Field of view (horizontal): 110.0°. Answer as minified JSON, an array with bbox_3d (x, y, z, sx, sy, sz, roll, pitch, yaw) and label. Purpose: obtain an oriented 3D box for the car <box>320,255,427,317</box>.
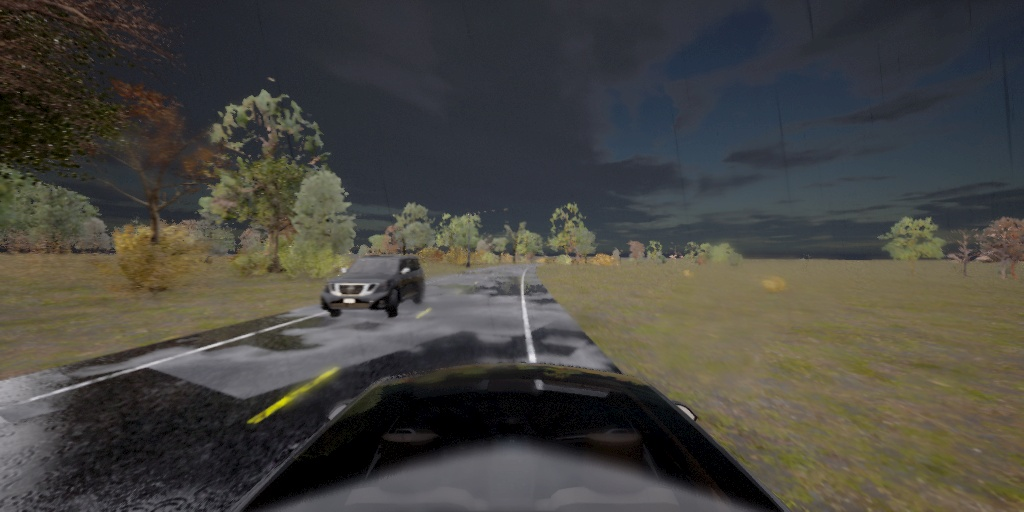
[{"bbox_3d":[-4.790,0.978,13.394,2.150,2.045,5.566,0,0,1],"label":"car"}]
